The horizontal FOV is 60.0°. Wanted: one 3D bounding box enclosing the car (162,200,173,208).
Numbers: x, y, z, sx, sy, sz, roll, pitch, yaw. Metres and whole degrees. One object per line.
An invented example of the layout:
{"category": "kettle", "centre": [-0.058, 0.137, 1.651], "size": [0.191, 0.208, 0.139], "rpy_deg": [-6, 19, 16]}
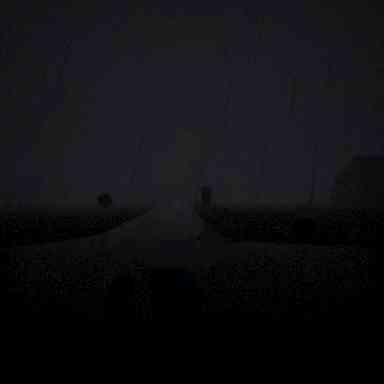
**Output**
{"category": "car", "centre": [-4.488, 2.215, 60.701], "size": [2.033, 1.411, 5.357], "rpy_deg": [0, -1, -2]}
